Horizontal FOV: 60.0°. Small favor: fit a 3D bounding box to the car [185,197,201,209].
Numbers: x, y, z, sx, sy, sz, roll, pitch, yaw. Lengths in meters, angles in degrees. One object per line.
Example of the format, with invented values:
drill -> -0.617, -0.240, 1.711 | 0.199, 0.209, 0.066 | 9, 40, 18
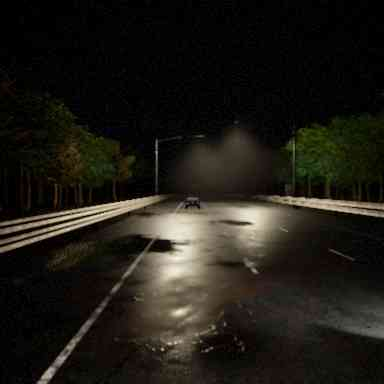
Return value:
car -> 0.096, 1.316, 41.918 | 2.033, 1.411, 5.357 | 0, 0, 0
